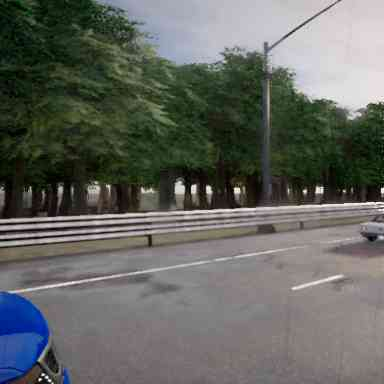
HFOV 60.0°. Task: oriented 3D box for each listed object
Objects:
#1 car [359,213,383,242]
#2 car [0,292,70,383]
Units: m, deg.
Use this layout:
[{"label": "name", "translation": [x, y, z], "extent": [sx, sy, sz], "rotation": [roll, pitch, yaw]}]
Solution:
[{"label": "car", "translation": [9.530, 1.552, 14.838], "extent": [4.718, 1.301, 1.895], "rotation": [0, 0, -35]}, {"label": "car", "translation": [-3.404, 1.221, 1.319], "extent": [5.566, 2.045, 2.150], "rotation": [0, 0, -35]}]
